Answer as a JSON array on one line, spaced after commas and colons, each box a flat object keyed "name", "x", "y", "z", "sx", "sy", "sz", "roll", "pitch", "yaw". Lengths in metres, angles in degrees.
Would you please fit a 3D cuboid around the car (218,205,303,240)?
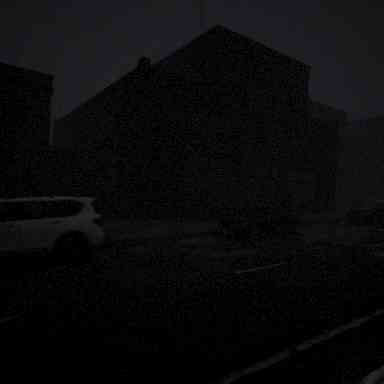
[{"name": "car", "x": 3.488, "y": 1.387, "z": 16.499, "sx": 4.792, "sy": 1.488, "sz": 2.163, "roll": 0, "pitch": 0, "yaw": -36}]

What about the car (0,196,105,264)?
[{"name": "car", "x": -5.473, "y": 1.162, "z": 10.038, "sx": 5.566, "sy": 2.045, "sz": 2.435, "roll": 0, "pitch": 0, "yaw": -36}]

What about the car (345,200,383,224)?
[{"name": "car", "x": 12.488, "y": 1.303, "z": 22.975, "sx": 4.892, "sy": 1.521, "sz": 2.231, "roll": 0, "pitch": 0, "yaw": -36}]
